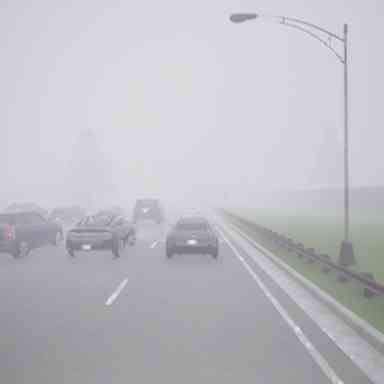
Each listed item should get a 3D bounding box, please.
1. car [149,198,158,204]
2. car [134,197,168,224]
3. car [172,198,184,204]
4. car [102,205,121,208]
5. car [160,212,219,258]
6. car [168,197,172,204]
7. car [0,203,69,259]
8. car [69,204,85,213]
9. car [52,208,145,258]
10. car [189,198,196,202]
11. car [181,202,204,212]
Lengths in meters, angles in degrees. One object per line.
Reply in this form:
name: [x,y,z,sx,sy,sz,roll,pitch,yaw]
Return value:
car: [-10.491,2.443,90.125,1.882,1.535,5.008,0,-1,0]
car: [-3.489,1.530,27.518,2.150,2.045,5.566,0,0,0]
car: [-3.491,2.514,89.289,2.033,1.411,5.357,0,-1,0]
car: [-6.976,1.845,28.860,1.812,1.442,4.674,0,0,0]
car: [0.025,1.715,13.494,1.994,1.385,4.181,0,-1,1]
car: [-6.991,2.512,91.374,1.812,1.442,4.674,0,-1,0]
car: [-6.974,1.500,13.393,2.097,1.767,4.553,0,-1,1]
car: [-10.480,1.822,28.473,1.837,1.490,4.892,0,0,0]
car: [-3.475,1.643,13.470,2.128,1.511,4.902,0,0,1]
car: [0.009,2.443,90.124,1.882,1.535,5.008,0,-1,0]
car: [0.025,1.845,28.858,1.812,1.442,4.674,0,0,0]
